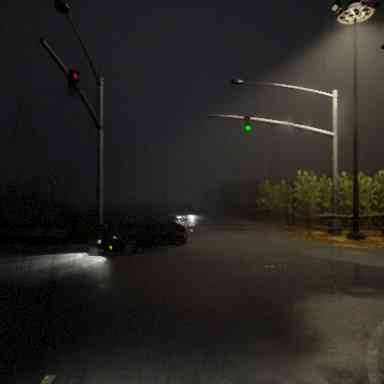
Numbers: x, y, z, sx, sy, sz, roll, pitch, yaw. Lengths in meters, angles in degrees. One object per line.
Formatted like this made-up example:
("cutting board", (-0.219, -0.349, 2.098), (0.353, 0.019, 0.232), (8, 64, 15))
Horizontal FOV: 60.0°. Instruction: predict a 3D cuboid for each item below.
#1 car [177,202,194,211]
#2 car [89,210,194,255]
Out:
("car", (-0.827, 1.819, 39.554), (1.895, 1.301, 4.718), (0, 0, -3))
("car", (-2.100, 1.675, 13.940), (1.994, 1.385, 4.181), (1, 1, 43))
